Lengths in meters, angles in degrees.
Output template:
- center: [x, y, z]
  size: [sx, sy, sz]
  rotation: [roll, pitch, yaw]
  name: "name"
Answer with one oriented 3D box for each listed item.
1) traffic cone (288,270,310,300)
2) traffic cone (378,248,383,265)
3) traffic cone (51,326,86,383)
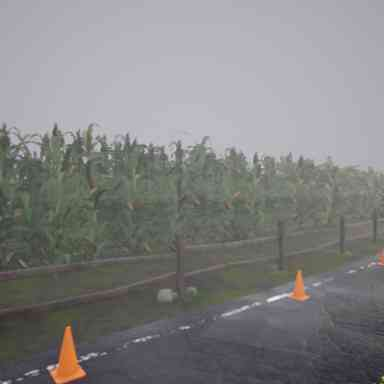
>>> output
- center: [2.306, 1.963, 7.139]
  size: [0.340, 0.580, 0.340]
  rotation: [0, 0, -39]
  name: "traffic cone"
- center: [5.995, 1.956, 10.330]
  size: [0.340, 0.580, 0.340]
  rotation: [0, 0, -42]
  name: "traffic cone"
- center: [-1.536, 1.970, 4.132]
  size: [0.340, 0.580, 0.340]
  rotation: [0, 0, -37]
  name: "traffic cone"
